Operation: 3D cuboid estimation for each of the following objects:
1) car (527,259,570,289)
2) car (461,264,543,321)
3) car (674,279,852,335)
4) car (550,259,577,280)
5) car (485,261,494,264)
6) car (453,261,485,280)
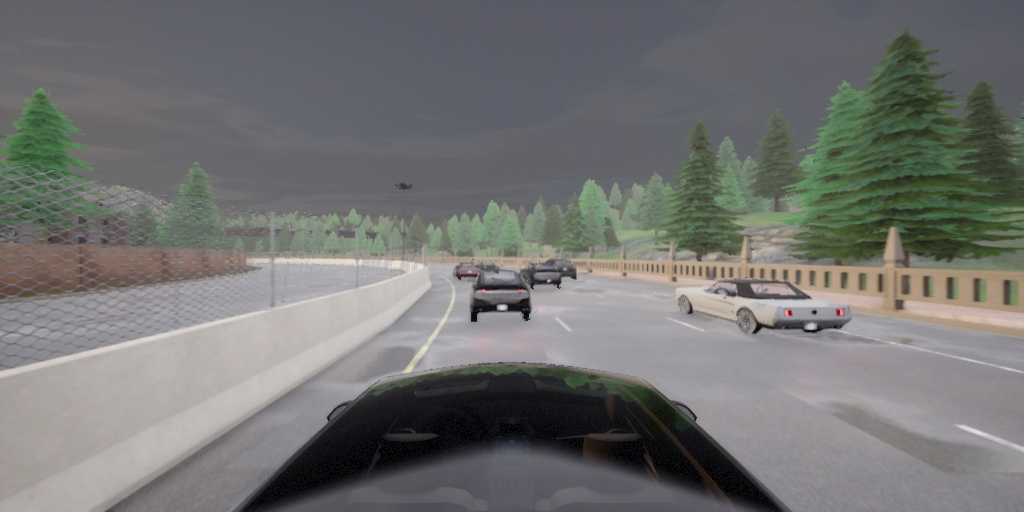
[{"bbox_3d":[1.620,1.171,22.298,2.128,1.511,4.902,0,0,-10],"label":"car"},{"bbox_3d":[-0.494,1.206,12.355,2.128,1.511,4.902,0,0,-5],"label":"car"},{"bbox_3d":[6.710,1.319,10.434,1.895,1.301,4.718,0,0,-4],"label":"car"},{"bbox_3d":[3.578,1.006,29.574,2.097,1.767,4.553,0,0,-14],"label":"car"},{"bbox_3d":[-2.967,1.225,39.175,1.895,1.301,4.718,0,0,-20],"label":"car"},{"bbox_3d":[-3.887,1.218,30.548,1.994,1.385,4.181,0,0,-15],"label":"car"}]
